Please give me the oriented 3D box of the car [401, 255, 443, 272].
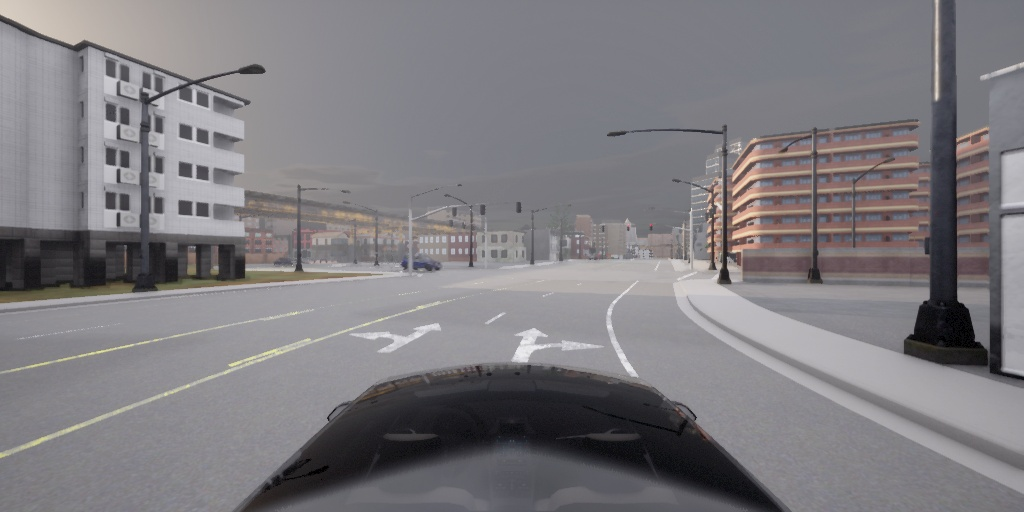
[{"bbox_3d":[-11.767,0.899,46.600,5.566,2.045,2.150,1,0,22],"label":"car"}]
